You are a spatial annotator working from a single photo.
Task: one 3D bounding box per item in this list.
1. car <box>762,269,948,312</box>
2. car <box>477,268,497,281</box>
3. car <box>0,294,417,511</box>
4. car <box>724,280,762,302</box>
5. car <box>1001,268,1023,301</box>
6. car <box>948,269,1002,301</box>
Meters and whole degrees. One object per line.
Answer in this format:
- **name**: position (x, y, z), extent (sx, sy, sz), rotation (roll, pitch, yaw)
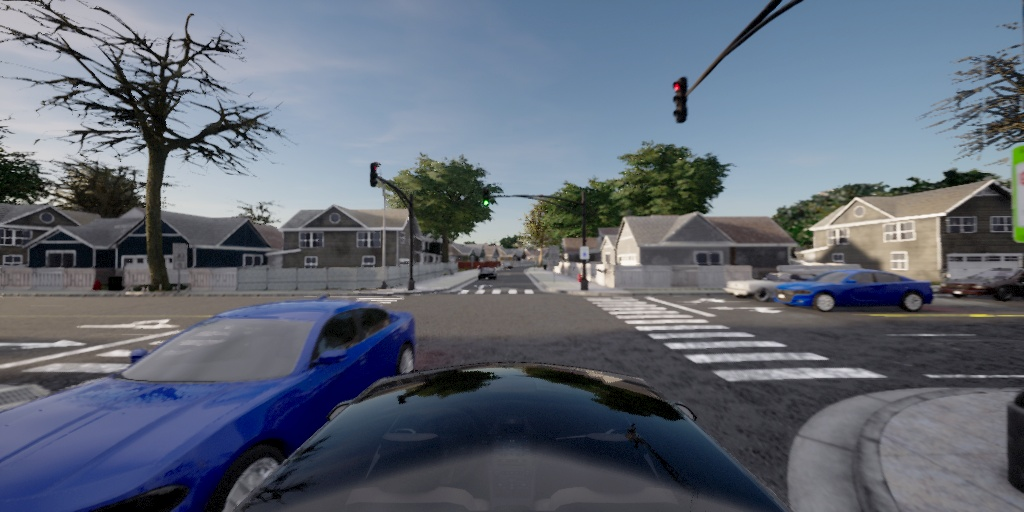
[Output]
- **car**: position (12.870, 1.257, 13.740), extent (5.008, 1.535, 1.882), rotation (-1, -1, 2)
- **car**: position (-2.427, 1.810, 35.882), extent (1.895, 1.301, 4.718), rotation (0, -1, -2)
- **car**: position (-2.585, 1.283, 4.043), extent (1.882, 1.535, 5.008), rotation (0, -1, 2)
- **car**: position (12.847, 1.446, 16.990), extent (4.718, 1.301, 1.895), rotation (-1, -1, 2)
- **car**: position (22.803, 0.896, 13.439), extent (5.566, 2.045, 2.150), rotation (-1, -1, 2)
- **car**: position (23.449, 1.280, 16.659), extent (5.357, 1.411, 2.033), rotation (-1, -1, 2)
